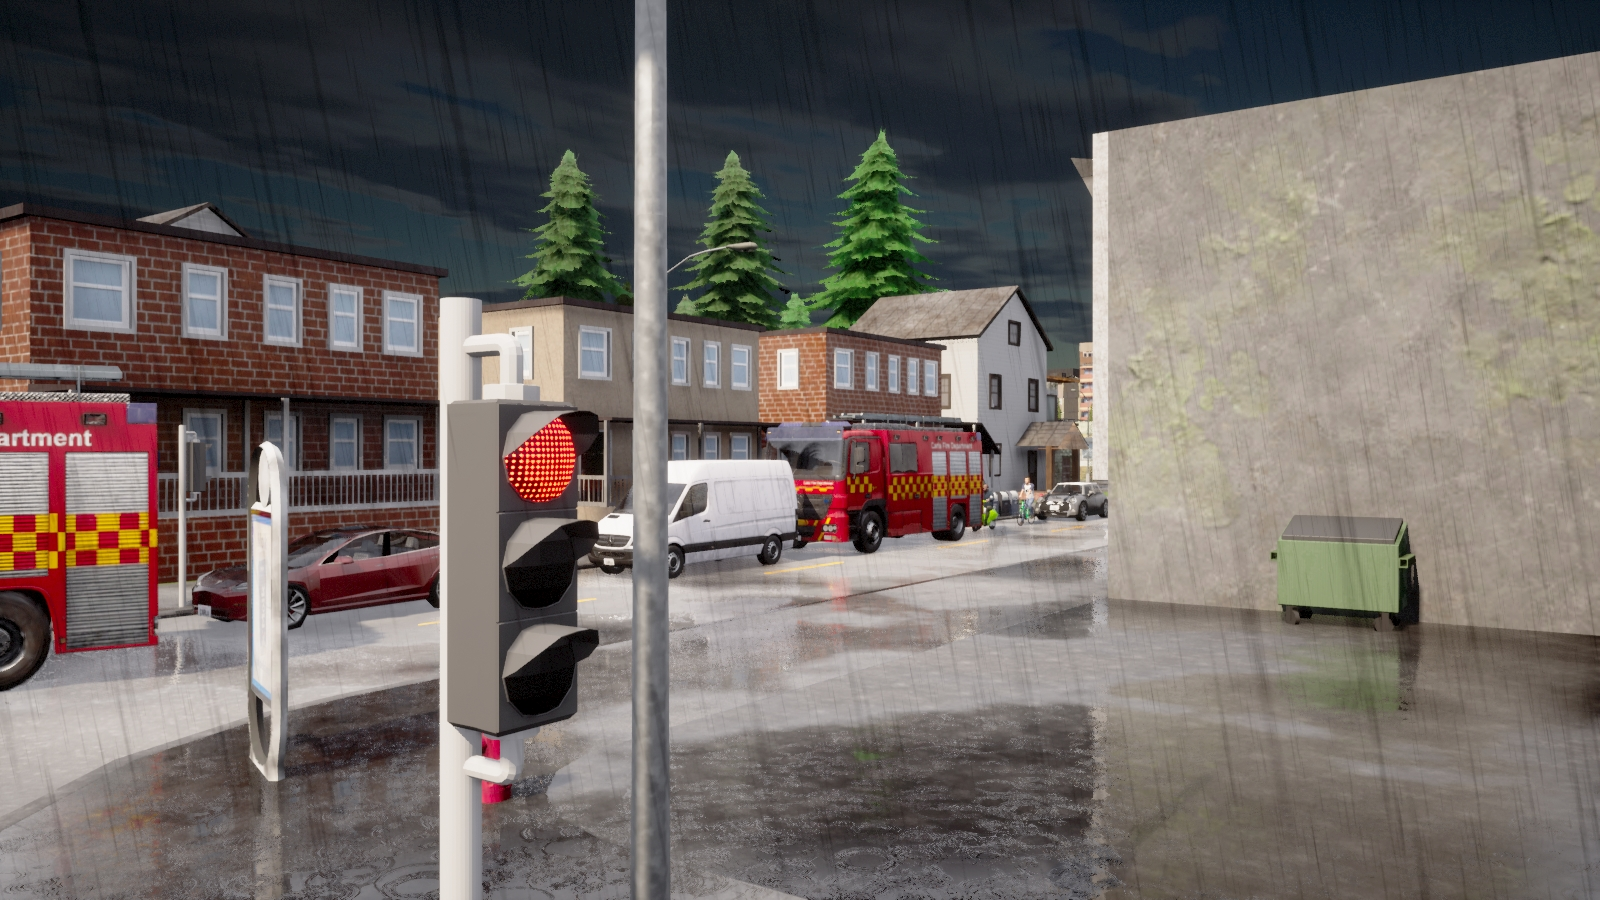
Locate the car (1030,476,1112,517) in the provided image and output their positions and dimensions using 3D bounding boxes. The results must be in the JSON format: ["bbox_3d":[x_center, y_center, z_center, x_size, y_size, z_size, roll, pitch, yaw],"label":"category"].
[{"bbox_3d":[11.003,1.837,46.179,1.970,1.475,3.806,0,0,35],"label":"car"}]

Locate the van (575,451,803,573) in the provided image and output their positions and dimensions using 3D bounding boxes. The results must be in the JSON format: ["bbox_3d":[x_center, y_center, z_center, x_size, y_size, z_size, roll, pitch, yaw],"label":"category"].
[{"bbox_3d":[-2.442,1.307,26.996,1.988,2.561,5.915,0,0,35],"label":"van"}]

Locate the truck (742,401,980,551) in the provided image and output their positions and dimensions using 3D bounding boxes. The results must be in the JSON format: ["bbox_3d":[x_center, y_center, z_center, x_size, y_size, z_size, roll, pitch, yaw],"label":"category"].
[{"bbox_3d":[2.054,0.663,33.403,2.891,3.827,8.468,0,0,35],"label":"truck"}]

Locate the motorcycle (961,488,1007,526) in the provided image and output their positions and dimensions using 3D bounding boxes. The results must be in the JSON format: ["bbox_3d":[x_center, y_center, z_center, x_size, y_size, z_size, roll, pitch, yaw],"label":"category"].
[{"bbox_3d":[6.398,1.954,39.613,0.856,1.236,1.805,0,0,35],"label":"motorcycle"}]

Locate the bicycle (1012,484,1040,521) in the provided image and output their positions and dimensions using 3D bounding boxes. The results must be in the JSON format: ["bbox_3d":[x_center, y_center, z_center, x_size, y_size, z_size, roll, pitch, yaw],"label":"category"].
[{"bbox_3d":[8.406,1.928,42.476,0.373,1.296,1.643,0,0,35],"label":"bicycle"}]

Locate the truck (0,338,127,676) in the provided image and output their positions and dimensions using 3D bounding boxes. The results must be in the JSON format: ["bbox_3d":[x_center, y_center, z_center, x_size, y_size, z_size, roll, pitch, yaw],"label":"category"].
[{"bbox_3d":[-12.367,0.662,12.525,8.468,3.827,2.891,0,0,-33],"label":"truck"}]

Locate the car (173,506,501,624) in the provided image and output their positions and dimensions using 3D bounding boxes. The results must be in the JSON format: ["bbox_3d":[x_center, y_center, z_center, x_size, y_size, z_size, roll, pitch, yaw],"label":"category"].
[{"bbox_3d":[-7.706,1.835,19.492,2.163,1.488,4.792,0,0,35],"label":"car"}]
